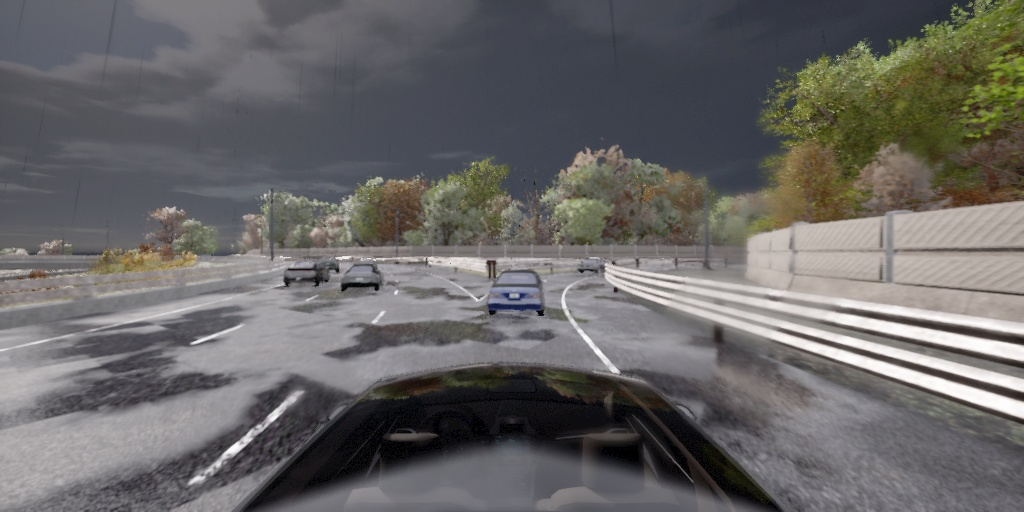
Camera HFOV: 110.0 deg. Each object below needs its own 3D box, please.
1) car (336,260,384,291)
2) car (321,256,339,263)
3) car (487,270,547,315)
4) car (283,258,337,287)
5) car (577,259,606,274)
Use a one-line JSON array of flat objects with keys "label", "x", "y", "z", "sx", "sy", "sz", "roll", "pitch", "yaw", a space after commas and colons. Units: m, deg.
[{"label": "car", "x": -8.442, "y": 1.151, "z": 20.475, "sx": 1.994, "sy": 1.385, "sz": 4.181, "roll": 0, "pitch": 0, "yaw": -16}, {"label": "car", "x": -19.360, "y": 0.792, "z": 37.739, "sx": 2.097, "sy": 1.767, "sz": 4.553, "roll": 0, "pitch": 1, "yaw": -27}, {"label": "car", "x": 0.278, "y": 1.199, "z": 13.106, "sx": 2.033, "sy": 1.411, "sz": 5.357, "roll": 0, "pitch": 0, "yaw": 5}, {"label": "car", "x": -12.706, "y": 1.063, "z": 22.424, "sx": 2.128, "sy": 1.511, "sz": 4.902, "roll": 0, "pitch": 1, "yaw": -18}, {"label": "car", "x": 8.274, "y": 1.003, "z": 35.693, "sx": 2.033, "sy": 1.411, "sz": 5.357, "roll": 0, "pitch": 1, "yaw": 34}]
